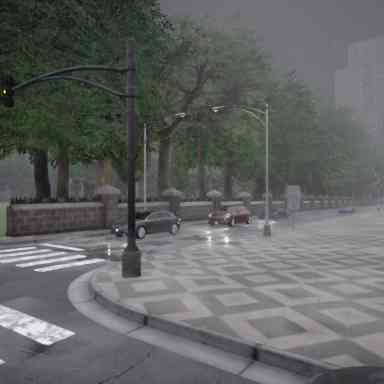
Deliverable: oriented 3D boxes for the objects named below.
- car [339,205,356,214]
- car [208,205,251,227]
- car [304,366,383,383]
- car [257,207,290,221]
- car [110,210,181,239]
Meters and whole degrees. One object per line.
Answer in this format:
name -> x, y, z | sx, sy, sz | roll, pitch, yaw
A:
car -> 24.830, 2.780, 53.100 | 2.033, 1.411, 5.357 | 0, -1, 34
car -> 3.208, 1.888, 27.913 | 2.097, 1.767, 4.553 | 0, -1, 35
car -> 2.454, 1.551, 1.218 | 4.403, 1.369, 2.008 | 0, 0, 35
car -> 8.990, 2.293, 36.128 | 2.033, 1.411, 5.357 | 0, -1, 35
car -> -2.599, 1.833, 19.657 | 1.837, 1.490, 4.892 | 0, -1, 35
